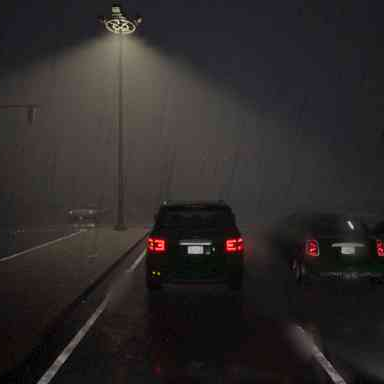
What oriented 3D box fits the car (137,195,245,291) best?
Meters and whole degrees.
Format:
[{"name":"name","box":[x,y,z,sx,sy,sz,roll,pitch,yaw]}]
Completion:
[{"name":"car","box":[0.072,1.221,9.156,2.150,2.045,5.566,0,0,0]}]

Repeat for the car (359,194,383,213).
[{"name":"car","box":[21.514,1.222,36.117,5.566,2.045,2.150,0,0,1]}]

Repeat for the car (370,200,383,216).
[{"name":"car","box":[20.725,1.547,32.627,5.357,1.411,2.033,0,0,1]}]

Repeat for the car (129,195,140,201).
[{"name":"car","box":[-15.010,1.487,87.075,2.128,1.511,4.902,0,0,1]}]

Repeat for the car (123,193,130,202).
[{"name":"car","box":[-15.059,1.225,73.107,2.150,2.045,5.566,0,0,0]}]

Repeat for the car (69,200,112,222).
[{"name":"car","box":[-8.122,1.601,26.471,1.895,1.301,4.718,0,0,0]}]

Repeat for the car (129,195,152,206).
[{"name":"car","box":[-8.135,1.488,53.268,2.128,1.511,4.902,0,0,0]}]

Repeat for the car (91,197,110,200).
[{"name":"car","box":[-15.132,1.564,53.327,1.994,1.385,4.181,0,0,0]}]

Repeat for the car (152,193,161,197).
[{"name":"car","box":[-8.055,1.547,68.895,2.033,1.411,5.357,0,0,0]}]

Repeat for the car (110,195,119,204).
[{"name":"car","box":[-15.101,1.601,62.388,1.895,1.301,4.718,0,0,0]}]

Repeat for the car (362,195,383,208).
[{"name":"car","box":[7.071,1.221,8.849,2.150,2.045,5.566,0,0,0]}]

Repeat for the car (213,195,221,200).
[{"name":"car","box":[7.169,1.552,95.156,1.994,1.385,4.181,0,0,1]}]

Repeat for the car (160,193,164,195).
[{"name":"car","box":[-8.051,1.219,82.641,2.150,2.045,5.566,0,0,0]}]

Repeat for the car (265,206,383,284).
[{"name":"car","box":[3.571,1.352,9.723,2.097,1.767,4.553,0,0,0]}]
